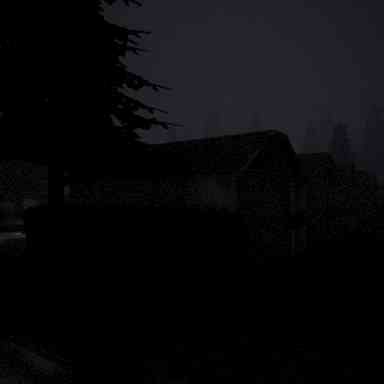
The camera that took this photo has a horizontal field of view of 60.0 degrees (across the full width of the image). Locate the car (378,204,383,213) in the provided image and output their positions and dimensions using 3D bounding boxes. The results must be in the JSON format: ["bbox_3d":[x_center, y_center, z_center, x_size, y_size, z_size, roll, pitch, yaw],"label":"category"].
[{"bbox_3d":[22.601,2.036,41.491,4.902,1.511,2.128,-1,-1,29],"label":"car"}]

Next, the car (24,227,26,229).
[{"bbox_3d":[-9.437,1.864,23.760,2.097,1.767,4.553,-1,-1,36],"label":"car"}]
